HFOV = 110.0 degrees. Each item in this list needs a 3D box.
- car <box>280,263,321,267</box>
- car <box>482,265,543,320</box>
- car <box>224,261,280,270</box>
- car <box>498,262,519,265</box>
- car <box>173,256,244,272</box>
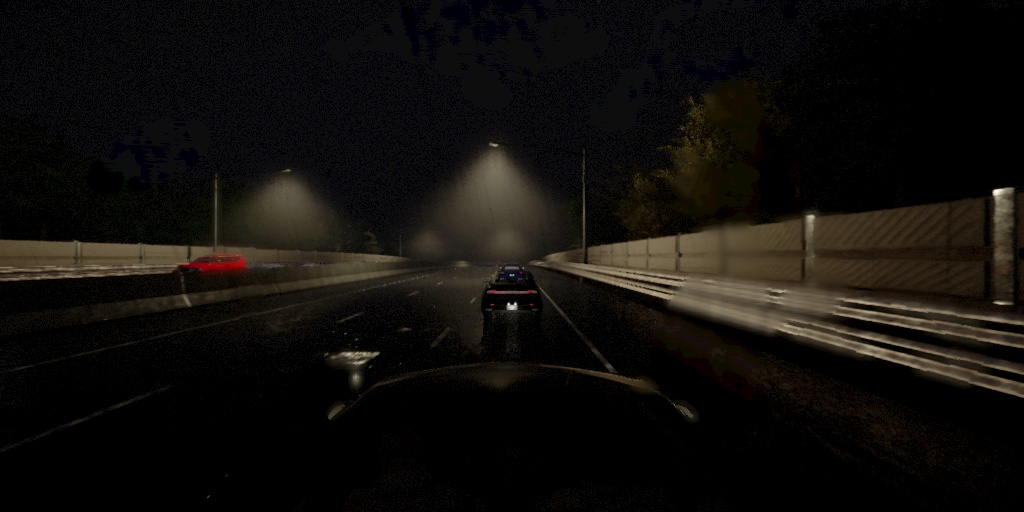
[{"bbox_3d":[-17.590,1.328,31.103,1.994,1.385,4.181,0,0,0],"label":"car"},{"bbox_3d":[0.001,1.247,12.563,2.128,1.511,4.902,0,0,0],"label":"car"},{"bbox_3d":[-21.093,1.310,30.401,2.033,1.411,5.357,0,0,0],"label":"car"},{"bbox_3d":[0.003,1.324,27.315,1.994,1.385,4.181,0,0,0],"label":"car"},{"bbox_3d":[-24.594,0.981,29.570,2.150,2.045,5.566,0,0,0],"label":"car"}]
